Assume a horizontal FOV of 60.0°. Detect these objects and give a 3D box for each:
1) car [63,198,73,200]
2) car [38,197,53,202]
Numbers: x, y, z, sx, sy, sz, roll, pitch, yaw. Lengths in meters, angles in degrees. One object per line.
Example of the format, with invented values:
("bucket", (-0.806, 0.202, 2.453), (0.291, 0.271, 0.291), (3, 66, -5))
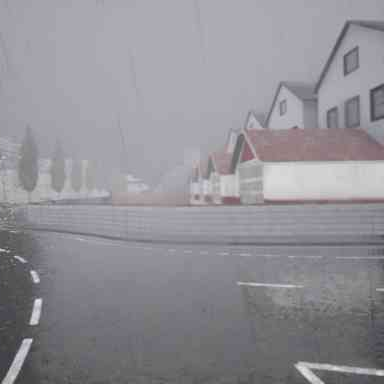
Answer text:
("car", (-22.142, 1.872, 59.974), (1.837, 1.490, 4.892), (-1, 0, -5))
("car", (-25.562, 1.806, 58.826), (2.097, 1.767, 4.553), (-1, 0, -5))
